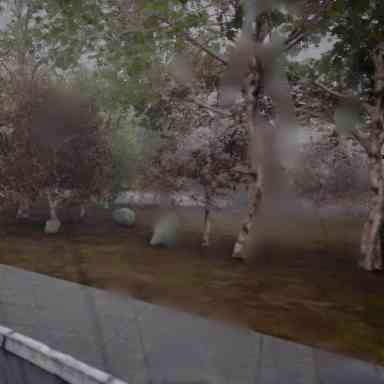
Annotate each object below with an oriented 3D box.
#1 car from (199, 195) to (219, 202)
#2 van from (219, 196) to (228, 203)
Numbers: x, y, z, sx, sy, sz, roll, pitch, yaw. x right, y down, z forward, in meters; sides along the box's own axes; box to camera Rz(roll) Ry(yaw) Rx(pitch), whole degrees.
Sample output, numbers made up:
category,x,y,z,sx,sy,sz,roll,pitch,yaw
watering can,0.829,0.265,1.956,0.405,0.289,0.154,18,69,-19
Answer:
category,x,y,z,sx,sy,sz,roll,pitch,yaw
car,4.017,1.706,91.277,2.435,2.045,5.566,6,1,43
van,7.755,1.979,95.244,1.878,1.987,4.442,6,1,43
